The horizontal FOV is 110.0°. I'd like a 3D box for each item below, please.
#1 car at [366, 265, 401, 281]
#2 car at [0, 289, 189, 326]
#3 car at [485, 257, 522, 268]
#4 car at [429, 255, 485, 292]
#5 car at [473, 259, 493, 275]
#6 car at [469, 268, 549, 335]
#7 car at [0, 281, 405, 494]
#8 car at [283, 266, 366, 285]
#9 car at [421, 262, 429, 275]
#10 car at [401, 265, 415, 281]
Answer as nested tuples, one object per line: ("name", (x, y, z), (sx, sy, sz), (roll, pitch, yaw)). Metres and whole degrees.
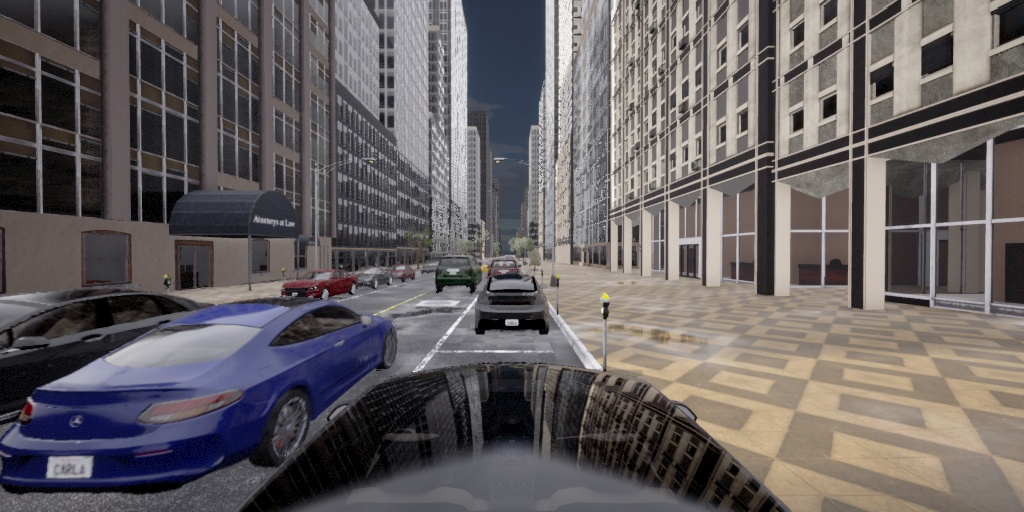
("car", (-8.838, 1.297, 22.523), (2.007, 1.370, 4.403), (0, 0, 0))
("car", (-6.248, 1.254, 4.639), (1.837, 1.490, 4.892), (0, 0, 0))
("car", (-0.457, 1.061, 22.523), (2.192, 1.841, 5.009), (0, 0, 0))
("car", (-3.044, 0.970, 21.187), (2.150, 2.045, 5.566), (0, 0, 0))
("car", (-3.145, 1.199, 39.909), (1.801, 1.575, 5.366), (0, 0, 0))
("car", (-0.001, 1.252, 10.501), (1.837, 1.490, 4.892), (0, 0, 0))
("car", (-3.040, 1.275, 4.766), (1.812, 1.442, 4.674), (0, 0, 0))
("car", (-8.837, 1.292, 16.839), (1.888, 1.381, 4.507), (0, 0, 0))
("car", (-8.837, 1.294, 39.574), (2.007, 1.370, 4.403), (0, 0, 0))
("car", (-8.837, 1.327, 28.206), (1.802, 1.307, 4.207), (0, 0, 0))
